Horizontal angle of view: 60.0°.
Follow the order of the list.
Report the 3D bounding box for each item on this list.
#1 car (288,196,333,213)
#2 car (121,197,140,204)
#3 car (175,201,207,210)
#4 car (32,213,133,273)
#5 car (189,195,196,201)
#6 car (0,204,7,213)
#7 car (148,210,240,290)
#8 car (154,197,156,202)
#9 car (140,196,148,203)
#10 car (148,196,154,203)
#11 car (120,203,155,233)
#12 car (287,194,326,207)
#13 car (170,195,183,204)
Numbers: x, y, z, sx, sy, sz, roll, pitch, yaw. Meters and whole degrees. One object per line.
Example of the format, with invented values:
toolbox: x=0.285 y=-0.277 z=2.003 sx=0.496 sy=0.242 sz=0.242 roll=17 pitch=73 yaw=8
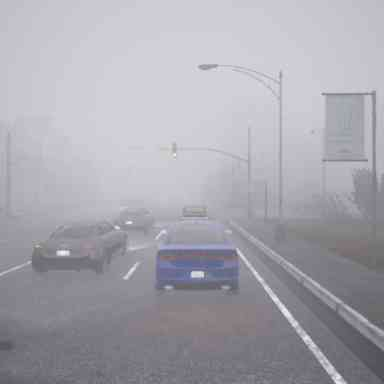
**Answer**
car: x=14.094 y=1.550 z=38.215 sx=5.008 sy=1.535 sz=1.882 roll=0 pitch=0 yaw=3
car: x=-10.470 y=1.595 z=55.361 sx=2.128 sy=1.511 sz=4.902 roll=0 pitch=0 yaw=0
car: x=0.139 y=1.529 z=19.142 sx=2.128 sy=1.511 sz=4.902 roll=0 pitch=0 yaw=0
car: x=-3.385 y=1.584 z=10.795 sx=1.994 sy=1.385 sz=4.181 roll=0 pitch=0 yaw=1
car: x=0.179 y=1.693 z=85.495 sx=2.033 sy=1.411 sz=5.357 roll=0 pitch=0 yaw=0
car: x=-22.891 y=1.594 z=36.676 sx=4.674 sy=1.442 sz=1.812 roll=0 pitch=0 yaw=3
car: x=0.118 y=1.495 z=9.127 sx=1.882 sy=1.535 sz=5.008 roll=0 pitch=0 yaw=0
car: x=-10.324 y=1.707 z=84.342 sx=1.994 sy=1.385 sz=4.181 roll=0 pitch=0 yaw=0
car: x=-10.391 y=1.685 z=64.712 sx=1.994 sy=1.385 sz=4.181 roll=0 pitch=0 yaw=2
car: x=-10.345 y=1.663 z=74.316 sx=1.812 sy=1.442 sz=4.674 roll=0 pitch=0 yaw=0
car: x=-3.355 y=1.601 z=19.753 sx=1.994 sy=1.385 sz=4.181 roll=0 pitch=0 yaw=0
car: x=14.809 y=1.300 z=41.701 sx=5.566 sy=2.045 sz=2.150 roll=0 pitch=0 yaw=2
car: x=-3.269 y=1.686 z=65.062 sx=1.994 sy=1.385 sz=4.181 roll=0 pitch=0 yaw=0
